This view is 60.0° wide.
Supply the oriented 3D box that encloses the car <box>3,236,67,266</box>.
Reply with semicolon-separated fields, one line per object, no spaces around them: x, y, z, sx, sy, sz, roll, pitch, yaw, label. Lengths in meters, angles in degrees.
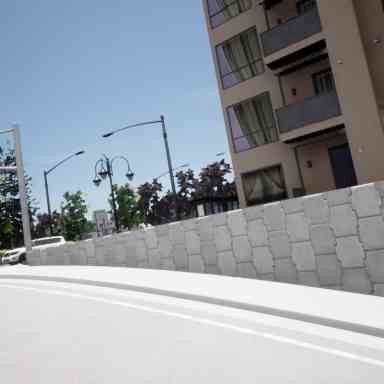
-14.077;5.317;30.303;2.150;2.045;5.566;-14;-8;35;car
